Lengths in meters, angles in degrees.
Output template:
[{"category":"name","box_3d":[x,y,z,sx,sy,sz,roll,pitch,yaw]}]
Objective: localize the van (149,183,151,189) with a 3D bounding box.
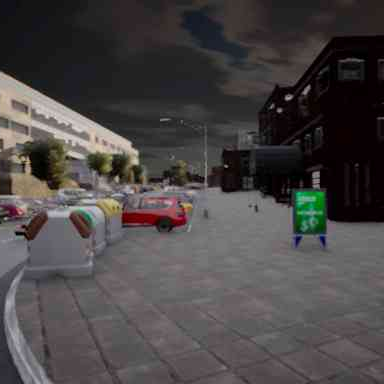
[{"category":"van","box_3d":[-13.056,-0.861,81.740,4.442,1.987,1.878,0,2,2]}]

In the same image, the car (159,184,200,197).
[{"category":"car","box_3d":[-1.875,0.203,52.347,5.566,2.045,2.435,0,2,2]}]

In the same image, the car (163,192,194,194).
[{"category":"car","box_3d":[-2.531,1.129,34.879,4.892,1.521,2.231,0,2,2]}]

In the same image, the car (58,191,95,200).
[{"category":"car","box_3d":[-14.687,0.977,39.906,5.008,1.535,2.097,0,2,2]}]

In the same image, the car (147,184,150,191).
[{"category":"car","box_3d":[-13.272,-0.523,78.838,5.008,1.535,2.097,0,2,2]}]

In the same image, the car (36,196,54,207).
[{"category":"car","box_3d":[-15.105,1.408,28.751,4.892,1.521,2.231,0,2,2]}]

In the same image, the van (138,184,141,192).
[{"category":"van","box_3d":[-13.695,-0.431,70.590,4.442,1.987,1.878,0,2,2]}]

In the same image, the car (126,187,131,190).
[{"category":"car","box_3d":[-14.012,0.254,59.438,4.792,1.488,2.163,0,2,2]}]

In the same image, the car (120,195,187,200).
[{"category":"car","box_3d":[-2.894,1.342,25.943,4.553,1.767,2.185,0,2,2]}]

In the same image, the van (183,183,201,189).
[{"category":"van","box_3d":[-0.318,-1.328,92.729,4.442,1.987,1.878,0,2,2]}]

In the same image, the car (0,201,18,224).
[{"category":"car","box_3d":[-15.296,1.590,23.154,4.892,1.521,2.231,0,1,2]}]

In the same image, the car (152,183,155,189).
[{"category":"car","box_3d":[-12.962,-0.849,87.332,4.892,1.521,2.231,0,2,2]}]

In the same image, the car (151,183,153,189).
[{"category":"car","box_3d":[-13.076,-0.742,84.543,4.892,1.521,2.231,0,2,2]}]

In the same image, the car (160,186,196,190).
[{"category":"car","box_3d":[-2.036,0.437,49.545,4.553,1.767,2.185,0,2,2]}]

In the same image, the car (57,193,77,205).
[{"category":"car","box_3d":[-14.894,1.198,34.203,4.892,1.521,2.231,0,2,2]}]

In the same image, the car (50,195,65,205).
[{"category":"car","box_3d":[-14.999,1.339,31.539,4.674,1.452,2.002,0,2,2]}]

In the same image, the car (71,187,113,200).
[{"category":"car","box_3d":[-14.425,0.534,48.148,4.553,1.767,2.185,0,2,2]}]

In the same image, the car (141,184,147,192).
[{"category":"car","box_3d":[-13.405,-0.546,76.169,4.553,1.767,2.185,0,2,2]}]

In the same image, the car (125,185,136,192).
[{"category":"car","box_3d":[-13.910,-0.134,62.215,5.566,2.045,2.435,0,2,2]}]

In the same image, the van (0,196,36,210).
[{"category":"van","box_3d":[-15.084,1.283,25.948,4.442,1.987,1.878,0,2,2]}]

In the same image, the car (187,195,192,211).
[{"category":"car","box_3d":[-2.941,1.356,28.891,5.366,1.575,1.946,0,2,2]}]

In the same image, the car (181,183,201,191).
[{"category":"car","box_3d":[-0.305,-1.461,95.519,5.566,2.045,2.435,0,2,2]}]

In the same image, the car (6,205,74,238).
[{"category":"car","box_3d":[-7.790,1.721,18.853,2.033,1.411,5.357,0,1,3]}]

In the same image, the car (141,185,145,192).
[{"category":"car","box_3d":[-13.473,-0.273,73.385,4.674,1.452,2.002,0,2,2]}]

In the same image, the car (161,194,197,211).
[{"category":"car","box_3d":[-2.464,1.242,31.813,5.366,1.575,1.946,0,2,2]}]

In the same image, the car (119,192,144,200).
[{"category":"car","box_3d":[-6.930,1.063,40.103,1.895,1.301,4.718,0,2,2]}]

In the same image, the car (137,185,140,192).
[{"category":"car","box_3d":[-13.707,-0.068,67.804,4.792,1.488,2.163,0,2,2]}]

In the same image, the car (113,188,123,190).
[{"category":"car","box_3d":[-14.155,0.469,53.854,4.792,1.488,2.163,0,2,2]}]

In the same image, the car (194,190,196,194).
[{"category":"car","box_3d":[-2.225,0.833,43.558,4.674,1.452,2.002,0,2,2]}]

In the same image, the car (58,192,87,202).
[{"category":"car","box_3d":[-14.801,1.085,37.118,4.892,1.521,2.231,0,2,2]}]

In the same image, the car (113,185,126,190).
[{"category":"car","box_3d":[-14.116,0.206,56.642,4.553,1.767,2.185,0,2,2]}]

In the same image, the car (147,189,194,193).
[{"category":"car","box_3d":[-2.405,0.894,37.681,4.553,1.767,2.185,0,2,2]}]

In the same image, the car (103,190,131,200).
[{"category":"car","box_3d":[-9.953,0.828,44.542,1.812,1.442,4.674,0,2,2]}]

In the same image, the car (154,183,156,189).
[{"category":"car","box_3d":[-12.835,-1.084,90.114,4.553,1.767,2.185,0,2,2]}]

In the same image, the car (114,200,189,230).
[{"category":"car","box_3d":[-2.960,1.553,23.119,5.008,1.535,2.097,0,2,2]}]
